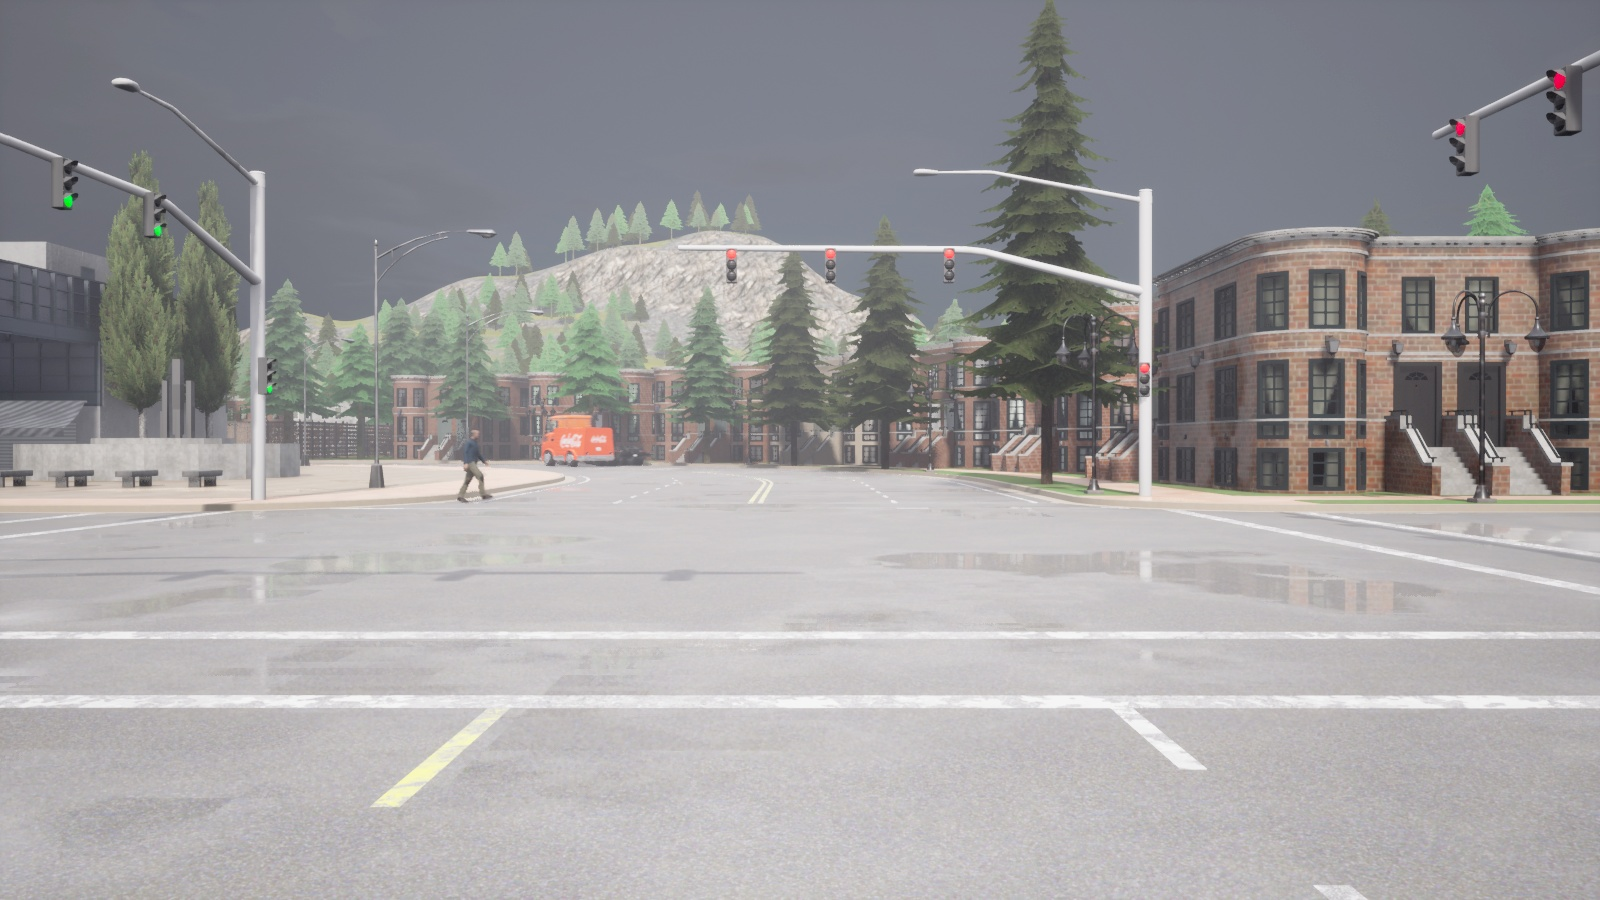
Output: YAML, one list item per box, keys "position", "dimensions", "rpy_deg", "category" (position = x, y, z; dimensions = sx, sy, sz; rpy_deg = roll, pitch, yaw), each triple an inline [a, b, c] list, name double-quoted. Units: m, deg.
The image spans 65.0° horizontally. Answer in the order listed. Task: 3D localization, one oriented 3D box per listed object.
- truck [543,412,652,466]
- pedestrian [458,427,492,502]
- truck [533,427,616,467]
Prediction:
- position: [-13.586, -0.719, 83.668]
  dimensions: [7.936, 3.462, 2.891]
  rpy_deg: [0, 0, 43]
  category: "truck"
- position: [-8.024, 0.354, 30.981]
  dimensions: [0.726, 1.842, 0.402]
  rpy_deg: [0, 0, 2]
  category: "pedestrian"
- position: [-14.330, -0.201, 79.604]
  dimensions: [5.204, 2.467, 2.627]
  rpy_deg: [0, 0, 44]
  category: "truck"
